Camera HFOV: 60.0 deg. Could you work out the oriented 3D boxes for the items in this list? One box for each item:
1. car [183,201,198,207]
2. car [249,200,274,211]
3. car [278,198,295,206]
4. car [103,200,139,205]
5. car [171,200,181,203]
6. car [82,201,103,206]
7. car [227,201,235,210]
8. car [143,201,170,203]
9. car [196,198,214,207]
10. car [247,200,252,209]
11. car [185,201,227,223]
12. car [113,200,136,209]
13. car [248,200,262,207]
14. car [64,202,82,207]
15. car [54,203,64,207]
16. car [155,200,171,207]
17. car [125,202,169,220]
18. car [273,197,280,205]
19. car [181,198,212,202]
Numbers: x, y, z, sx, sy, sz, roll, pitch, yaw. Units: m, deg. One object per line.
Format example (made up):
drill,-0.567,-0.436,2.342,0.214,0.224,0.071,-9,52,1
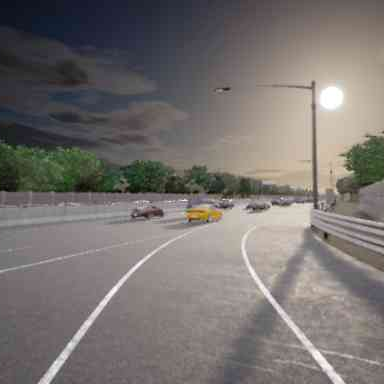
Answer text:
car,-0.284,2.725,77.712,1.994,1.385,4.181,-1,-1,24
car,10.593,2.215,50.452,1.895,1.301,4.718,-1,-1,24
car,21.271,2.507,74.536,1.895,1.301,4.718,-1,-1,24
car,-10.029,2.124,47.383,2.097,1.767,4.553,-1,-1,24
car,-3.572,2.704,78.933,1.882,1.535,5.008,-1,-1,24
car,-13.290,2.331,48.654,1.837,1.490,4.892,-1,-1,25
car,5.921,2.279,57.184,1.837,1.490,4.892,-1,-1,24
car,-6.591,2.549,63.503,2.033,1.411,5.357,-1,-1,24
car,2.966,2.343,76.423,2.150,2.045,5.566,-1,-1,24
car,11.527,2.346,61.181,1.994,1.385,4.181,-1,-1,24
car,1.217,1.840,29.508,1.882,1.535,5.008,-1,-1,24
car,-13.297,2.462,65.660,2.097,1.767,4.553,-1,-1,24
car,14.536,2.539,76.613,2.128,1.511,4.902,-1,-1,24
car,-16.444,2.235,50.165,2.097,1.767,4.553,-1,-1,25
car,-19.814,2.460,51.178,1.812,1.442,4.674,-1,-1,25
car,-6.914,2.750,80.027,1.994,1.385,4.181,-1,-1,24
car,-4.480,2.019,33.911,1.812,1.442,4.674,-1,-1,24
car,20.475,2.540,81.403,1.837,1.490,4.892,-1,-1,24
car,1.163,1.724,37.955,2.150,2.045,5.566,-1,-1,24
